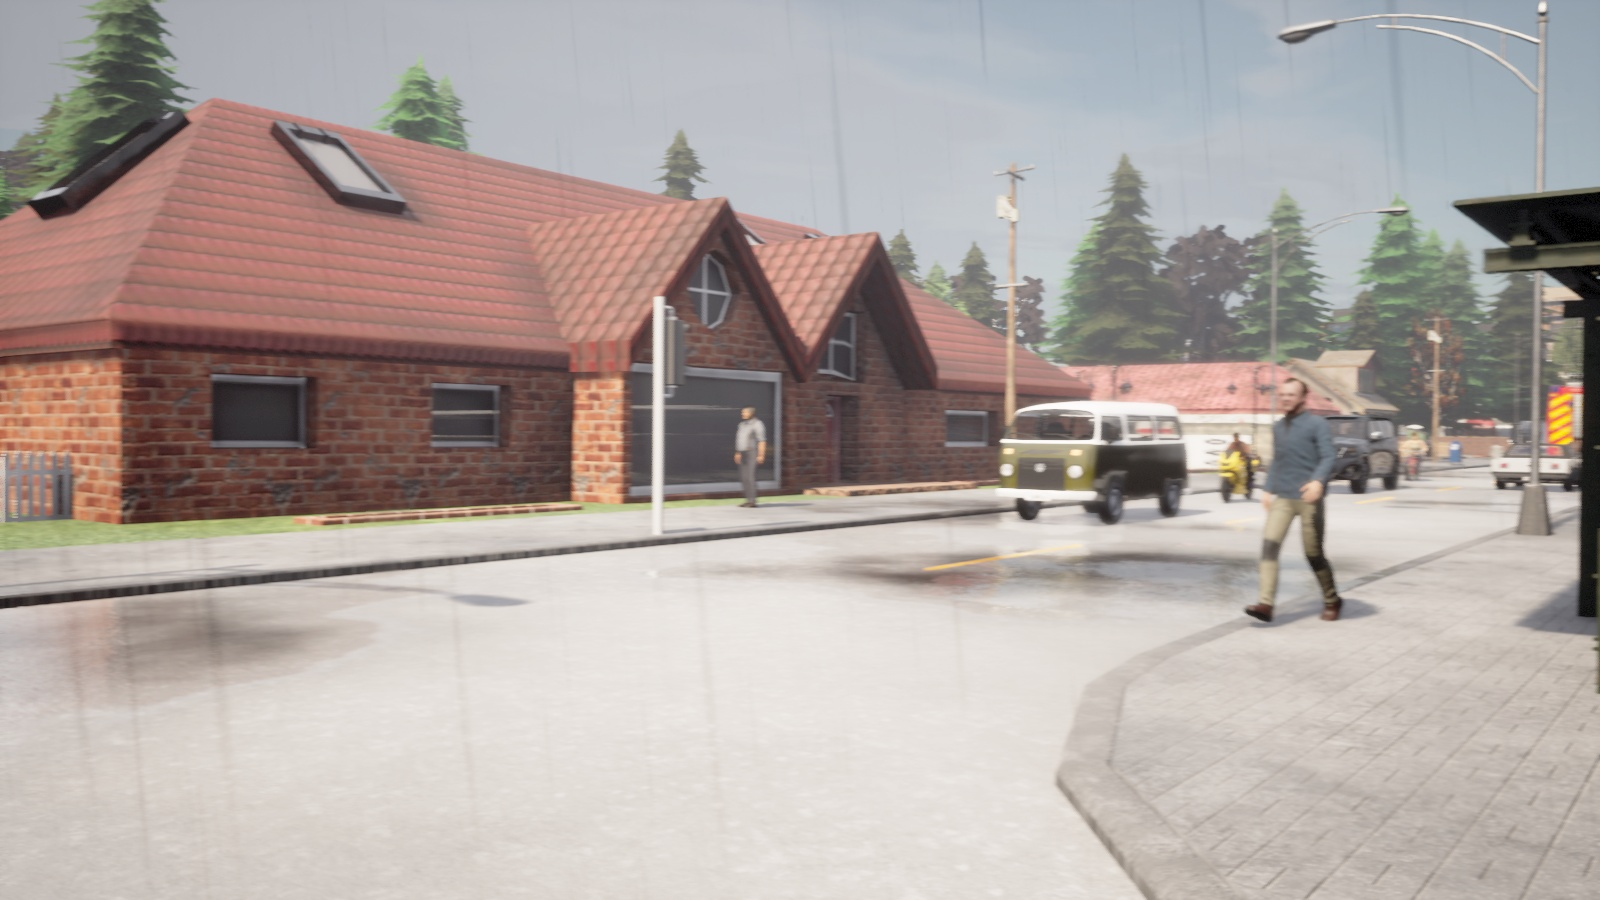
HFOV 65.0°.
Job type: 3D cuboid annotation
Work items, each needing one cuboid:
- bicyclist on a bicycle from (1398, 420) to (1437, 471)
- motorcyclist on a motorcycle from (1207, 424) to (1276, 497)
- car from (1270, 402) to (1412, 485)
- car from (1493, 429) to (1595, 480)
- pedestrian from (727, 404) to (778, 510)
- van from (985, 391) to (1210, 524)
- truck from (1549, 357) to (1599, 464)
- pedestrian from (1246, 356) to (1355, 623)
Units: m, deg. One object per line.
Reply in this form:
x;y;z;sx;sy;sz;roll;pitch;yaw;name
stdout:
19.940;-0.144;40.538;0.866;1.612;1.509;0;1;38;bicyclist on a bicycle
9.602;0.205;27.285;0.797;1.523;2.044;0;1;38;motorcyclist on a motorcycle
14.599;-0.205;33.686;2.150;2.045;5.566;0;1;38;car
21.090;0.083;35.505;1.895;1.301;4.718;0;1;38;car
-0.842;0.114;22.257;0.694;1.848;0.540;-1;1;-37;pedestrian
5.234;0.075;21.670;2.069;2.038;4.480;0;1;38;van
31.036;-1.474;48.243;2.891;3.827;8.468;0;1;38;truck
3.602;0.268;9.030;0.726;1.842;0.402;-1;1;-36;pedestrian
